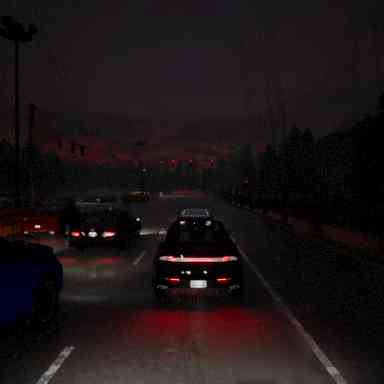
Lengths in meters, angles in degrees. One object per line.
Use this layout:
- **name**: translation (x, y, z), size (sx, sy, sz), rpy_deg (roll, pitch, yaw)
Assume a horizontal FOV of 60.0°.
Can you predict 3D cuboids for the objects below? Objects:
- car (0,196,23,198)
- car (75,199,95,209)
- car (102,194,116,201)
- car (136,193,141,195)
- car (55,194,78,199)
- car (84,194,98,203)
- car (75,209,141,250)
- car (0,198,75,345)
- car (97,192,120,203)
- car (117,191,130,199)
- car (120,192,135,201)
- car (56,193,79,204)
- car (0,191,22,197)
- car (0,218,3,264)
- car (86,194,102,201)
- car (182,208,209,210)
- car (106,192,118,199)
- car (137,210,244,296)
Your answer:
- **car**: translation (-17.432, 1.353, 33.994), size (1.895, 1.301, 4.718), rpy_deg (0, 0, 0)
- **car**: translation (-6.843, 1.358, 17.192), size (1.882, 1.535, 5.008), rpy_deg (0, 0, 0)
- **car**: translation (-17.128, 1.042, 68.780), size (1.994, 1.385, 4.181), rpy_deg (0, 0, 0)
- **car**: translation (-13.539, 0.897, 84.030), size (1.812, 1.442, 4.674), rpy_deg (0, 0, 0)
- **car**: translation (-13.922, 1.233, 35.477), size (2.128, 1.511, 4.902), rpy_deg (0, 0, 0)
- **car**: translation (-17.270, 1.139, 57.409), size (1.994, 1.385, 4.181), rpy_deg (0, 0, 1)
- **car**: translation (-3.348, 1.453, 13.779), size (2.033, 1.411, 5.357), rpy_deg (0, 0, 0)
- **car**: translation (-3.387, 1.204, 3.606), size (2.150, 2.045, 5.566), rpy_deg (0, 0, 0)
- **car**: translation (-13.791, 1.116, 55.440), size (1.812, 1.442, 4.674), rpy_deg (0, 1, 1)
- **car**: translation (-17.045, 0.737, 82.934), size (2.097, 1.767, 4.553), rpy_deg (0, 0, 0)
- **car**: translation (-13.625, 1.010, 69.273), size (1.812, 1.442, 4.674), rpy_deg (0, 0, 0)
- **car**: translation (-20.777, 1.066, 55.701), size (1.882, 1.535, 5.008), rpy_deg (0, 1, 2)
- **car**: translation (-20.911, 0.951, 37.023), size (2.150, 2.045, 5.566), rpy_deg (0, 0, 0)
- **car**: translation (-6.881, 1.512, 8.207), size (1.994, 1.385, 4.181), rpy_deg (0, 0, 1)
- **car**: translation (-20.619, 1.073, 70.304), size (1.895, 1.301, 4.718), rpy_deg (0, 0, 0)
- **car**: translation (0.174, 1.476, 17.792), size (1.895, 1.301, 4.718), rpy_deg (0, 0, 0)
- **car**: translation (-20.532, 0.842, 85.206), size (1.882, 1.535, 5.008), rpy_deg (0, 0, 0)
- **car**: translation (0.127, 1.438, 8.462), size (2.128, 1.511, 4.902), rpy_deg (0, 0, 0)
